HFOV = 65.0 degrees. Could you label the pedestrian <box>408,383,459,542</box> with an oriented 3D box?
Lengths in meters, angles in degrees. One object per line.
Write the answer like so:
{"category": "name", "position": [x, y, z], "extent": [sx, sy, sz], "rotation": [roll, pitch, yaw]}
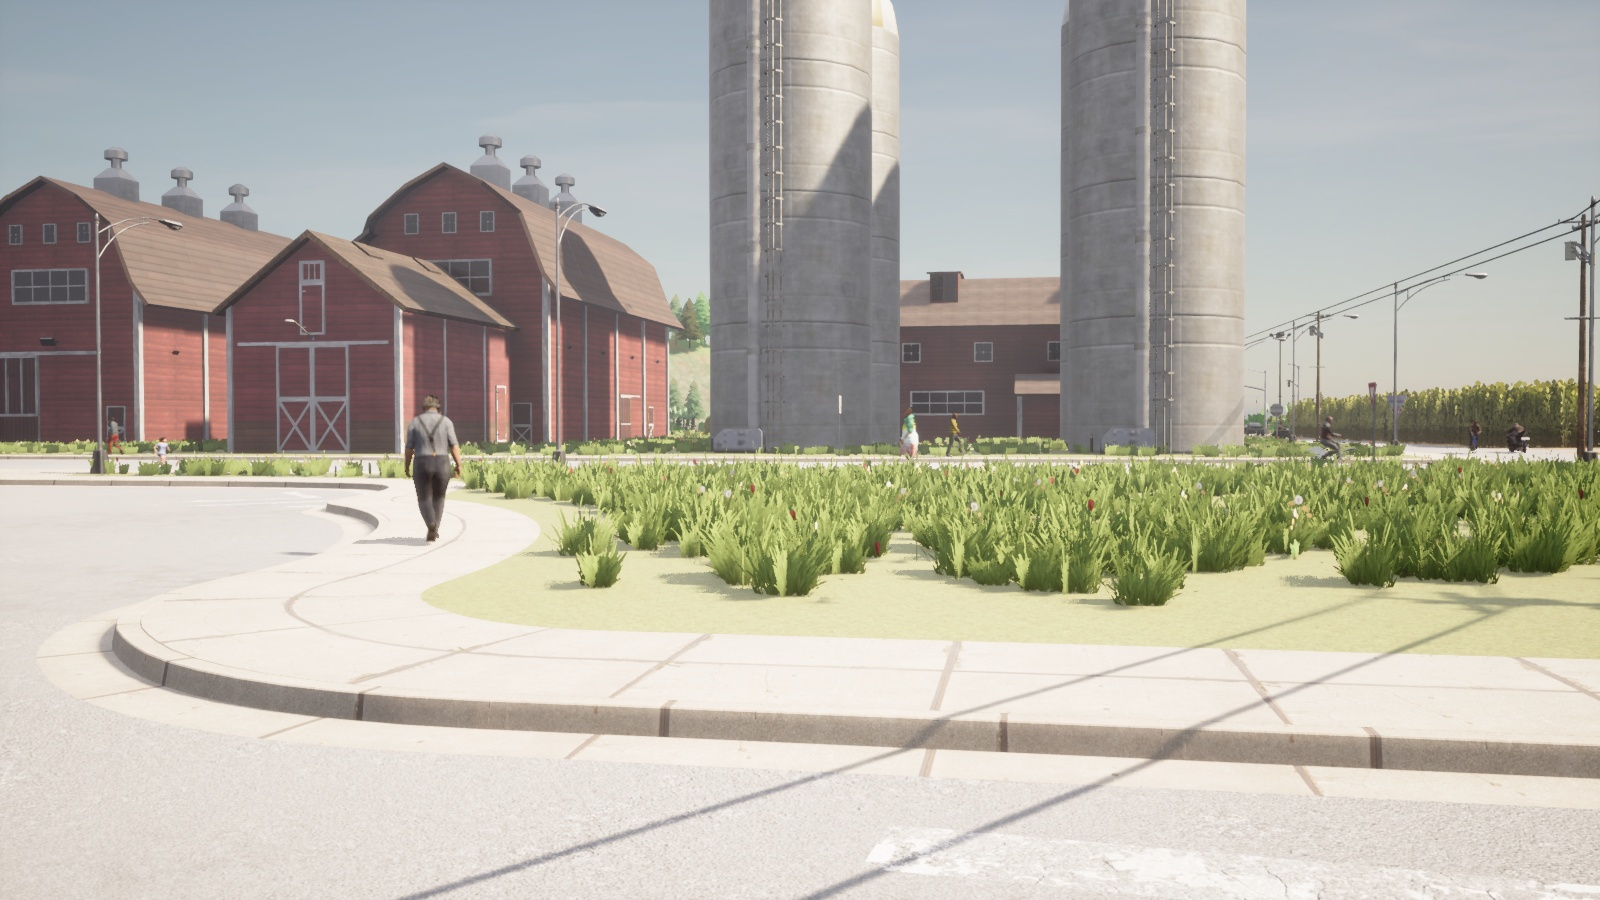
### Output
{"category": "pedestrian", "position": [-4.390, 0.135, 15.027], "extent": [0.540, 1.848, 0.694], "rotation": [0, 1, -19]}

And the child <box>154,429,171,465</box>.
{"category": "child", "position": [-19.789, -0.086, 39.006], "extent": [0.394, 1.110, 0.255], "rotation": [1, 1, 10]}

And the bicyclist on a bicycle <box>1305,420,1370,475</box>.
{"category": "bicyclist on a bicycle", "position": [17.567, -0.093, 41.079], "extent": [1.843, 1.776, 0.659], "rotation": [0, 1, 10]}

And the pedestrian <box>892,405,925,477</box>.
{"category": "pedestrian", "position": [3.014, -0.253, 34.856], "extent": [0.873, 1.952, 0.659], "rotation": [0, 1, 5]}

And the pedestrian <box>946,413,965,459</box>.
{"category": "pedestrian", "position": [6.293, -0.581, 50.870], "extent": [0.726, 1.835, 0.370], "rotation": [1, 1, 14]}

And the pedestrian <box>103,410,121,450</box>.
{"category": "pedestrian", "position": [-31.729, -0.939, 57.942], "extent": [0.614, 1.847, 0.353], "rotation": [0, 1, 7]}

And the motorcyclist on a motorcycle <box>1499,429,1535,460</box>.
{"category": "motorcyclist on a motorcycle", "position": [35.994, -0.304, 63.092], "extent": [0.866, 1.530, 2.191], "rotation": [1, 1, 10]}
